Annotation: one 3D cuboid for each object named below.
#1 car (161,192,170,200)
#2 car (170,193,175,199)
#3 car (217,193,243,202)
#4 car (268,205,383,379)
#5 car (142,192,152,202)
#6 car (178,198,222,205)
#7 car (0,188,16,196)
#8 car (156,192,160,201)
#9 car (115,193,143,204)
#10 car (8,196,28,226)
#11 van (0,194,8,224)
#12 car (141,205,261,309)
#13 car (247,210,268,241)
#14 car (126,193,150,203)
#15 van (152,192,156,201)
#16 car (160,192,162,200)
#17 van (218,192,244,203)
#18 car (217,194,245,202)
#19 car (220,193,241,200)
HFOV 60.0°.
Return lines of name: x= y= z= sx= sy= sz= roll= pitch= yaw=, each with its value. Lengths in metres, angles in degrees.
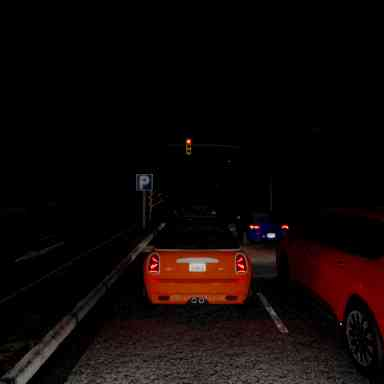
car: x=-8.628 y=1.349 z=84.234 sx=4.674 sy=1.452 sz=2.002 roll=-1 pitch=0 yaw=-12
car: x=-8.184 y=1.056 z=87.242 sx=5.566 sy=2.045 sz=2.435 roll=-1 pitch=0 yaw=-12
car: x=7.530 y=1.135 z=65.898 sx=4.553 sy=1.767 sz=2.185 roll=1 pitch=0 yaw=-14
car: x=3.099 y=1.229 z=5.660 sx=2.150 sy=2.045 sz=5.566 roll=0 pitch=0 yaw=-1
car: x=-10.930 y=1.309 z=63.287 sx=5.366 sy=1.575 sz=1.946 roll=-1 pitch=0 yaw=-15
car: x=0.141 y=1.376 z=16.696 sx=2.097 sy=1.767 sz=4.553 roll=0 pitch=0 yaw=0
car: x=-28.270 y=0.131 z=51.127 sx=2.002 sy=1.452 sz=4.674 roll=6 pitch=-3 yaw=-20
car: x=-10.162 y=1.314 z=72.252 sx=4.892 sy=1.521 sz=2.231 roll=-1 pitch=0 yaw=-14
car: x=-11.569 y=1.352 z=60.294 sx=4.792 sy=1.488 sz=2.163 roll=-1 pitch=0 yaw=-15
car: x=-13.672 y=1.400 z=22.483 sx=4.553 sy=1.767 sz=2.185 roll=-1 pitch=0 yaw=-19
van: x=-13.641 y=1.294 z=19.506 sx=4.442 sy=1.987 sz=1.878 roll=-1 pitch=0 yaw=-20
car: x=0.101 y=1.363 z=8.049 sx=2.097 sy=1.767 sz=4.553 roll=0 pitch=0 yaw=0
car: x=3.131 y=1.547 z=15.354 sx=1.812 sy=1.442 sz=4.674 roll=0 pitch=0 yaw=0
car: x=-10.843 y=1.189 z=66.240 sx=4.553 sy=1.767 sz=2.185 roll=-1 pitch=0 yaw=-14
van: x=-10.384 y=1.086 z=69.281 sx=4.442 sy=1.987 sz=1.878 roll=-1 pitch=0 yaw=-14
car: x=-9.796 y=1.352 z=75.248 sx=4.674 sy=1.452 sz=2.002 roll=-1 pitch=0 yaw=-13
van: x=7.153 y=1.036 z=62.928 sx=4.442 sy=1.987 sz=1.878 roll=1 pitch=0 yaw=-14
car: x=8.060 y=1.257 z=68.893 sx=5.366 sy=1.575 sz=1.946 roll=1 pitch=0 yaw=-13
car: x=9.291 y=1.121 z=80.602 sx=4.553 sy=1.767 sz=2.185 roll=1 pitch=0 yaw=-12
